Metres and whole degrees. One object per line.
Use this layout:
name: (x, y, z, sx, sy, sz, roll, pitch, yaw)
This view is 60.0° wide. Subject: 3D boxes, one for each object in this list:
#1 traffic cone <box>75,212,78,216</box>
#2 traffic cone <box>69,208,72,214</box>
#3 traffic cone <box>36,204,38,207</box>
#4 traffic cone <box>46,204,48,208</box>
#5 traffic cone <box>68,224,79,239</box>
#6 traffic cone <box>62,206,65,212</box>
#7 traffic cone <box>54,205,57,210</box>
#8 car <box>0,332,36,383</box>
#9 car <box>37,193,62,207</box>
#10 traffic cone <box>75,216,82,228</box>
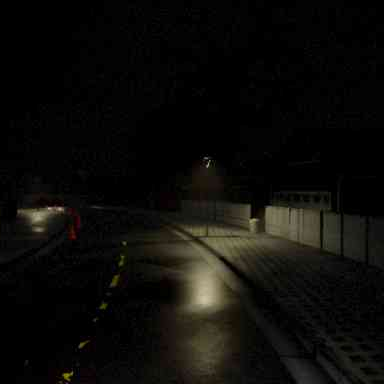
traffic cone: (-8.645, 1.964, 25.565, 0.340, 0.580, 0.340, 0, 0, -20)
traffic cone: (-12.554, 1.965, 34.428, 0.340, 0.580, 0.340, 0, 0, -27)
traffic cone: (-23.490, 1.962, 50.375, 0.340, 0.580, 0.340, 0, 0, -42)
traffic cone: (-20.391, 1.964, 46.651, 0.340, 0.580, 0.340, 0, 0, -38)
traffic cone: (-5.861, 1.965, 16.286, 0.340, 0.580, 0.340, 0, 0, -13)
traffic cone: (-14.912, 1.965, 38.661, 0.340, 0.580, 0.340, 0, 0, -31)
traffic cone: (-17.527, 1.964, 42.740, 0.340, 0.580, 0.340, 0, 0, -34)
car: (-1.982, 1.527, 0.712, 1.812, 1.442, 4.674, 0, 0, -2)
car: (-22.200, 1.227, 51.733, 2.150, 2.045, 5.566, 0, 0, -42)
traffic cone: (-7.109, 1.965, 20.968, 0.340, 0.580, 0.340, 0, 0, -17)
